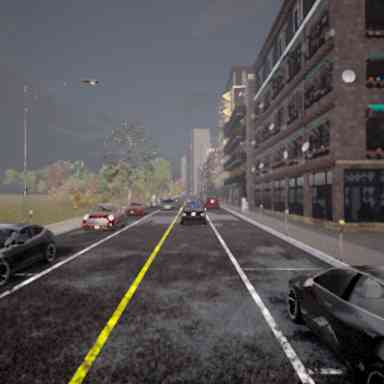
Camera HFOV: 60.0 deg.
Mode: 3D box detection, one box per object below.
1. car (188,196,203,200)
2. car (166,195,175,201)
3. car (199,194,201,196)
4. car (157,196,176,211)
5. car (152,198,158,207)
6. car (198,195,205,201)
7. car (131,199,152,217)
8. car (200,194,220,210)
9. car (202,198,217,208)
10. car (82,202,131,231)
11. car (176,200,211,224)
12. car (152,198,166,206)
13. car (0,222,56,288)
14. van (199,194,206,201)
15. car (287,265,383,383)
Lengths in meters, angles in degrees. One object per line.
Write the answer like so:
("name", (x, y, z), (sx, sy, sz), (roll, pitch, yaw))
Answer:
("car", (0.088, 1.548, 41.733), (1.812, 1.442, 4.674), (0, 0, 0))
("car", (-5.328, 1.498, 82.773), (1.967, 1.590, 4.097), (1, 0, 0))
("car", (2.557, 1.604, 60.846), (1.947, 1.339, 4.313), (1, 0, 0))
("car", (-2.853, 1.548, 41.133), (1.812, 1.442, 4.674), (0, 0, 0))
("car", (-5.320, 1.579, 48.849), (2.008, 1.369, 4.403), (1, 0, 0))
("car", (2.549, 1.630, 89.151), (1.947, 1.339, 4.313), (1, 0, 0))
("car", (-5.315, 1.561, 31.887), (1.887, 1.381, 4.507), (1, 0, 0))
("car", (2.564, 1.339, 43.864), (2.192, 1.841, 5.009), (1, 0, 0))
("car", (2.560, 1.573, 49.524), (1.887, 1.381, 4.507), (1, 0, 0))
("car", (-5.311, 1.450, 20.580), (1.967, 1.590, 4.097), (1, 0, 0))
("car", (0.093, 1.560, 24.799), (2.033, 1.411, 5.357), (0, 0, 0))
("car", (-5.322, 1.614, 54.504), (1.802, 1.307, 4.206), (1, 0, 0))
("car", (-5.309, 1.570, 9.272), (1.947, 1.339, 4.313), (1, 0, 0))
("van", (2.553, 1.399, 83.490), (1.690, 1.788, 3.998), (1, 0, 0))
("car", (2.573, 1.568, 4.236), (1.947, 1.339, 4.313), (1, 0, 0))
